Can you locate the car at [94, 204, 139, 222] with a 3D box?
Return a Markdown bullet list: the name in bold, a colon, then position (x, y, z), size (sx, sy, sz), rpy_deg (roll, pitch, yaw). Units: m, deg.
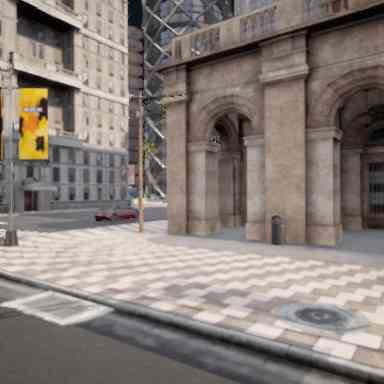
- **car**: position (-6.210, 1.736, 28.242), size (1.994, 1.385, 4.181), rpy_deg (-1, 0, 35)
